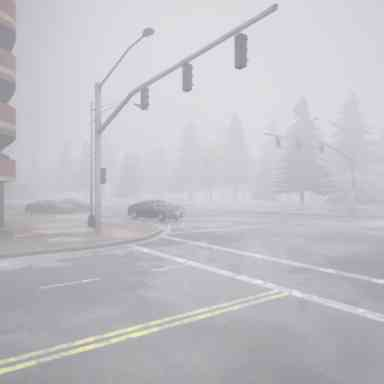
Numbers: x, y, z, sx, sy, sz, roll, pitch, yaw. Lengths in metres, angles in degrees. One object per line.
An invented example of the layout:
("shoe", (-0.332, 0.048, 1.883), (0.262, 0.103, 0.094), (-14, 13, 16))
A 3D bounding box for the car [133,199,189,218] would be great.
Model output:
("car", (-2.855, 1.434, 30.258), (4.902, 1.511, 2.128), (0, 0, 35))

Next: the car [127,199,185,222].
("car", (-2.933, 1.434, 25.703), (4.902, 1.511, 2.128), (0, 0, 38))

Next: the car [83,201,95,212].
("car", (-12.716, 1.421, 35.670), (5.008, 1.535, 1.882), (0, 0, 19))

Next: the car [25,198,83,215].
("car", (-13.733, 1.490, 32.494), (5.357, 1.411, 2.033), (0, 0, 21))
